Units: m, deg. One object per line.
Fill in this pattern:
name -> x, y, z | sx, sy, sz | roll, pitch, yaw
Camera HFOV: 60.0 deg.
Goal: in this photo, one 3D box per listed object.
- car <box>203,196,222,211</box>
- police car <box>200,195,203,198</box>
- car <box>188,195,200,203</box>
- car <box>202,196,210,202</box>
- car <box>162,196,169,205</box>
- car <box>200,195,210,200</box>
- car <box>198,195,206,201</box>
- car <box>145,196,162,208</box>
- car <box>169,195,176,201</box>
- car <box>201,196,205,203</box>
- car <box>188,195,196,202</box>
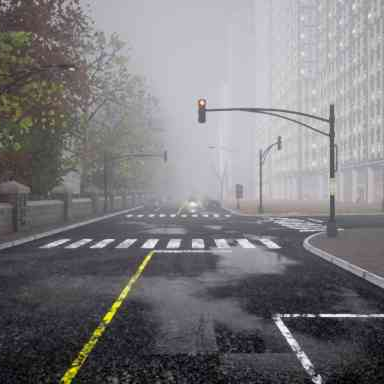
car -> 2.713, 1.586, 41.541 | 1.947, 1.339, 4.313 | 0, 0, 0
police car -> 3.173, 1.477, 69.963 | 1.930, 1.638, 5.238 | 0, 0, 0
car -> 0.084, 1.565, 71.064 | 2.128, 1.511, 4.902 | 0, 0, 0
car -> 3.191, 1.589, 76.853 | 1.812, 1.442, 4.674 | 0, 0, 0
car -> -5.657, 1.477, 58.444 | 1.967, 1.590, 4.097 | 0, 0, 0
car -> 2.720, 1.597, 52.807 | 1.947, 1.339, 4.313 | 0, 0, 0
car -> 2.742, 1.641, 92.232 | 2.008, 1.369, 4.403 | 0, 0, 0
car -> -5.664, 1.607, 47.179 | 1.802, 1.307, 4.206 | 0, 0, 0
car -> -5.642, 1.625, 86.605 | 1.887, 1.381, 4.507 | 0, 0, 0
car -> 2.717, 1.591, 47.174 | 1.947, 1.339, 4.313 | 0, 0, 0
car -> 0.043, 1.569, 80.081 | 1.837, 1.490, 4.892 | 0, 0, 0
